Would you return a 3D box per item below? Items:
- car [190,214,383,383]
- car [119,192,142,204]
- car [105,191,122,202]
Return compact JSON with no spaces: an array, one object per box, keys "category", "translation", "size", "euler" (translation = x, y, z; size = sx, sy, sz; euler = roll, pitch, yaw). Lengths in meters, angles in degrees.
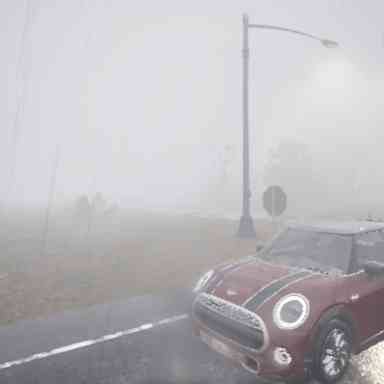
[{"category":"car","translation":[2.172,1.306,5.421],"size":[4.553,1.767,2.097],"euler":[-1,0,-35]},{"category":"car","translation":[-9.951,1.171,55.640],"size":[1.837,1.490,4.892],"euler":[0,0,-33]},{"category":"car","translation":[-14.418,0.871,62.262],"size":[2.150,2.045,5.566],"euler":[0,0,-34]}]
